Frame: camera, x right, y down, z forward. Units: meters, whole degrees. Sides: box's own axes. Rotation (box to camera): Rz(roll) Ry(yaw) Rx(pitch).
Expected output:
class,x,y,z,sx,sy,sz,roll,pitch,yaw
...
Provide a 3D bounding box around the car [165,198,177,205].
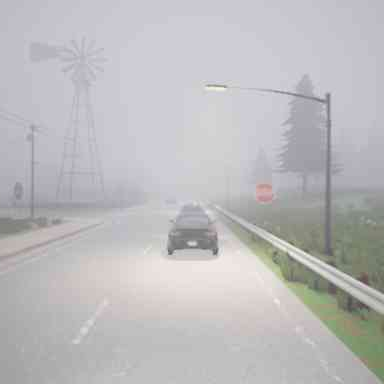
class,x,y,z,sx,sy,sz,roll,pitch,yaw
car,-3.531,1.610,57.448,1.895,1.301,4.718,0,0,1

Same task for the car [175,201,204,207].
class,x,y,z,sx,sy,sz,roll,pitch,yaw
car,0.031,1.568,26.108,1.994,1.385,4.181,0,0,2

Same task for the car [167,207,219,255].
class,x,y,z,sx,sy,sz,roll,pitch,yaw
car,0.048,1.528,13.200,1.812,1.442,4.674,0,0,1

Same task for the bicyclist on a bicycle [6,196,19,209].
class,x,y,z,sx,sy,sz,roll,pitch,yaw
bicyclist on a bicycle,-22.062,1.308,41.001,0.582,1.620,1.656,0,0,33
